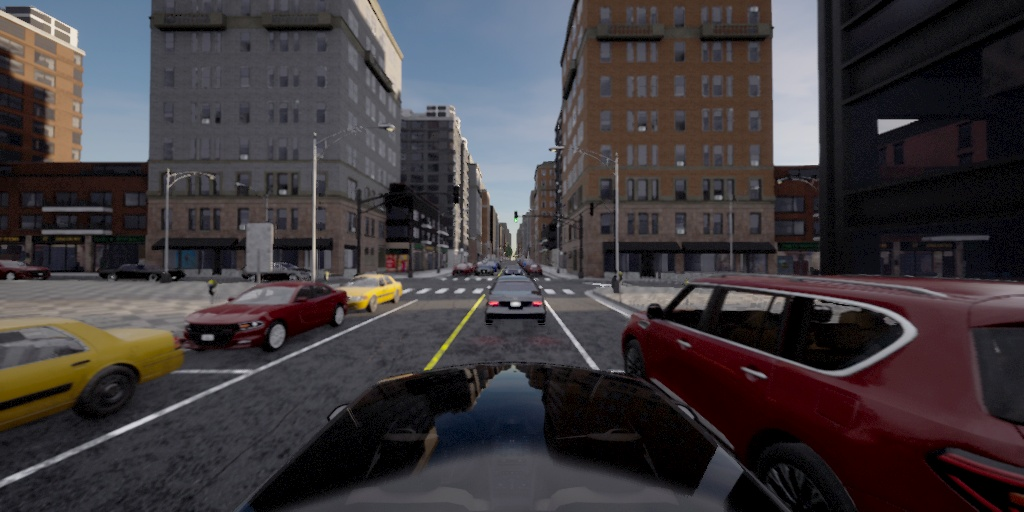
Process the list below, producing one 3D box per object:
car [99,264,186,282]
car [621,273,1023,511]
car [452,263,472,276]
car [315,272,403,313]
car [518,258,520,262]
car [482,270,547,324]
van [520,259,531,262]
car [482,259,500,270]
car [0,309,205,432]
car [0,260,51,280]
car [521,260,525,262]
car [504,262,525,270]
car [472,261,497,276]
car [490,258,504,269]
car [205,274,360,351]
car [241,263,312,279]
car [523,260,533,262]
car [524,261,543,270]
[{"bbox_3d":[-26.662,1.248,26.011,4.718,1.301,1.895,1,-1,0],"label":"car"},{"bbox_3d":[2.669,1.075,3.512,2.192,1.841,5.009,0,0,0],"label":"car"},{"bbox_3d":[-5.864,1.527,41.788,1.888,1.381,4.507,0,0,0],"label":"car"},{"bbox_3d":[-5.859,1.351,14.598,1.751,1.417,4.829,0,0,0],"label":"car"},{"bbox_3d":[2.658,1.431,64.473,2.192,1.841,5.009,0,0,0],"label":"car"},{"bbox_3d":[0.096,1.358,12.176,2.033,1.411,5.357,0,0,0],"label":"car"},{"bbox_3d":[2.659,1.423,58.800,1.690,1.789,3.998,0,0,0],"label":"van"},{"bbox_3d":[-3.098,1.515,51.147,1.882,1.535,5.008,0,0,0],"label":"car"},{"bbox_3d":[-5.857,1.286,3.349,1.751,1.417,4.829,0,0,0],"label":"car"},{"bbox_3d":[-36.756,1.034,26.081,5.008,1.535,1.882,1,-1,0],"label":"car"},{"bbox_3d":[2.660,1.630,53.127,1.802,1.307,4.207,0,0,0],"label":"car"},{"bbox_3d":[0.101,1.552,36.750,1.895,1.301,4.718,0,0,0],"label":"car"},{"bbox_3d":[-3.114,1.542,41.114,1.994,1.385,4.181,0,0,-1],"label":"car"},{"bbox_3d":[-3.046,1.322,61.845,2.150,2.045,5.566,0,0,0],"label":"car"},{"bbox_3d":[-5.858,1.338,9.144,1.888,1.381,4.507,0,0,0],"label":"car"},{"bbox_3d":[-16.764,1.227,25.953,4.902,1.511,2.128,1,-1,1],"label":"car"},{"bbox_3d":[2.661,1.597,47.453,1.802,1.307,4.207,0,0,0],"label":"car"},{"bbox_3d":[2.662,1.563,41.780,1.802,1.307,4.207,0,0,0],"label":"car"}]
